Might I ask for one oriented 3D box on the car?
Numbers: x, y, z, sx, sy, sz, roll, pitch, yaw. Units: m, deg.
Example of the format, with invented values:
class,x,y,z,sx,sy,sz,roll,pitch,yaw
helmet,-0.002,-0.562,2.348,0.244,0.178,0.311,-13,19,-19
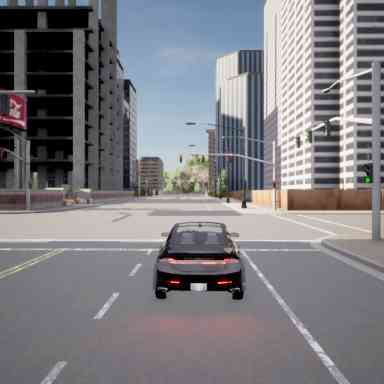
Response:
class,x,y,z,sx,sy,sz,roll,pitch,yaw
car,0.200,1.492,8.403,2.128,1.511,4.902,0,0,2
